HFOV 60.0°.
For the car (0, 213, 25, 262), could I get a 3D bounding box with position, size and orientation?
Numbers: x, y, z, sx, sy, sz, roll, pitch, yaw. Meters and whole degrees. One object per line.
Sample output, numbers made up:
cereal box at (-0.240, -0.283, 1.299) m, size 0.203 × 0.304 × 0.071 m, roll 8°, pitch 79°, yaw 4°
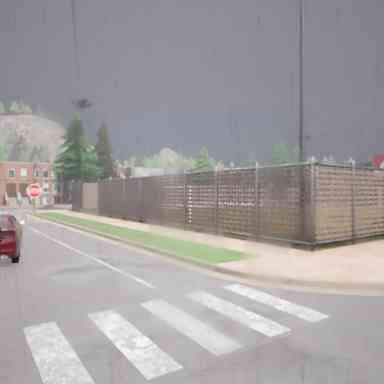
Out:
car at (-7.020, 1.479, 11.621) m, size 1.882 × 1.535 × 5.008 m, roll -1°, pitch 0°, yaw -25°
